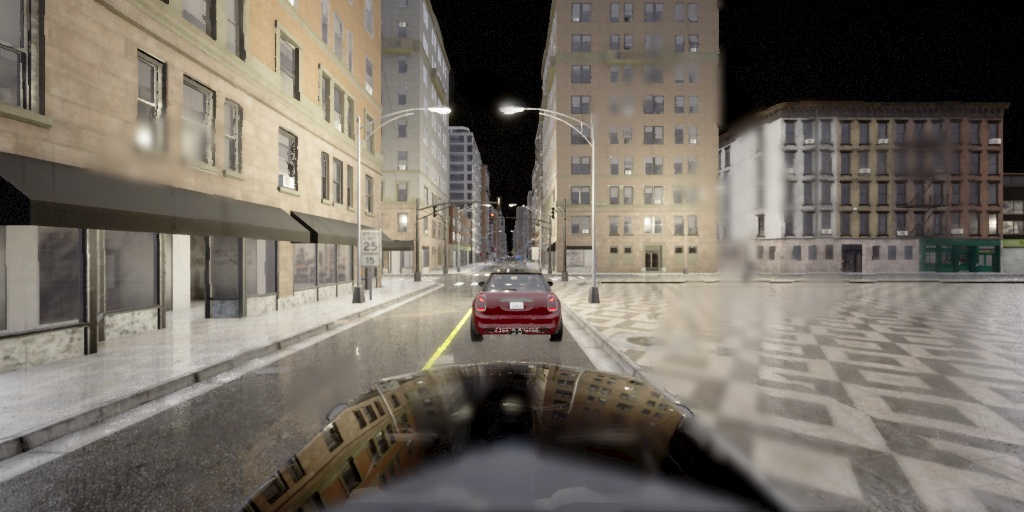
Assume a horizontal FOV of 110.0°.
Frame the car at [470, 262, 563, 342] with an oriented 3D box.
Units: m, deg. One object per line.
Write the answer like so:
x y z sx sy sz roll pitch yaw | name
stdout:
0.104 1.101 9.956 2.097 1.767 4.553 0 0 0 | car

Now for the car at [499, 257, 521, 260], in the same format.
0.054 1.100 19.772 2.097 1.767 4.553 0 0 -1 | car
